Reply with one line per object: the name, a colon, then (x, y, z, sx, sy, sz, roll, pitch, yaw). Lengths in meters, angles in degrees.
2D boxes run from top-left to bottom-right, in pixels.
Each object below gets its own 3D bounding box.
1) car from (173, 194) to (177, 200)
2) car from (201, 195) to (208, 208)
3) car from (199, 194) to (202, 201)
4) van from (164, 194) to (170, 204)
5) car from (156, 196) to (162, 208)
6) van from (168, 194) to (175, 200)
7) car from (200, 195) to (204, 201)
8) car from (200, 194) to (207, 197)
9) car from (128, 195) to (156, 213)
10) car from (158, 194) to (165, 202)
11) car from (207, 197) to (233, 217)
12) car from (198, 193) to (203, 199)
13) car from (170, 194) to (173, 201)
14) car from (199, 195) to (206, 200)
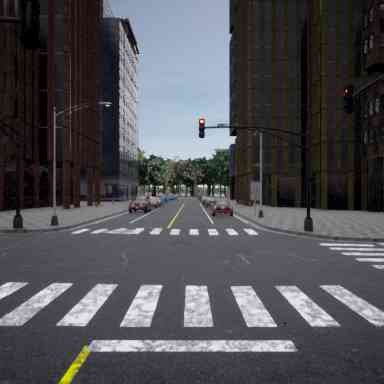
car: (-5.729, 1.591, 86.121, 1.947, 1.339, 4.313, 0, 0, 0)
car: (2.781, 1.557, 48.054, 2.008, 1.369, 4.403, 0, 0, 0)
car: (2.788, 1.538, 64.537, 1.752, 1.417, 4.829, 0, 0, 0)
van: (-5.738, 1.354, 64.371, 1.690, 1.788, 3.998, 0, 0, 0)
car: (-5.744, 1.588, 48.058, 1.802, 1.307, 4.206, 0, 0, 0)
van: (-5.727, 1.371, 91.559, 1.690, 1.788, 3.998, 0, 0, 0)
car: (2.784, 1.553, 53.492, 1.887, 1.381, 4.507, 0, 0, 0)
car: (2.786, 1.555, 58.930, 1.887, 1.381, 4.507, 0, 0, 0)
car: (-5.748, 1.318, 37.183, 2.192, 1.841, 5.009, 0, 0, 0)
car: (-5.742, 1.534, 53.326, 1.752, 1.417, 4.829, 0, 0, 0)
car: (2.775, 1.442, 31.742, 1.967, 1.590, 4.097, 0, 0, 0)
car: (2.792, 1.544, 75.412, 1.752, 1.417, 4.829, 0, 0, 0)
car: (-5.735, 1.566, 69.809, 2.008, 1.369, 4.403, 0, 0, 0)
car: (2.798, 1.555, 91.725, 1.752, 1.417, 4.829, 0, 0, 0)
